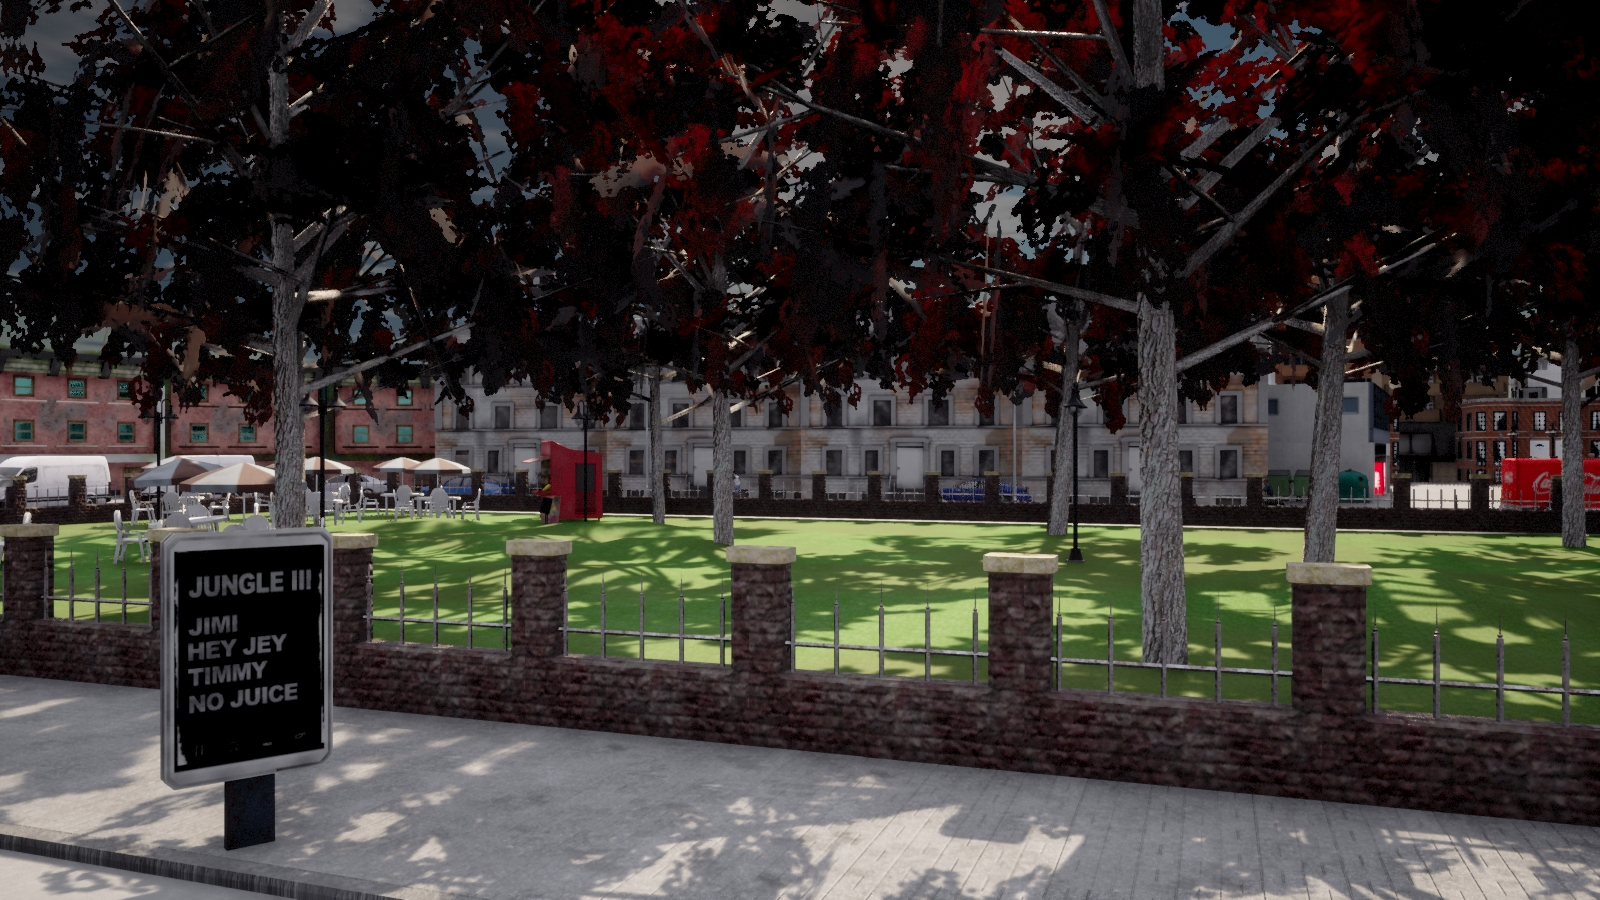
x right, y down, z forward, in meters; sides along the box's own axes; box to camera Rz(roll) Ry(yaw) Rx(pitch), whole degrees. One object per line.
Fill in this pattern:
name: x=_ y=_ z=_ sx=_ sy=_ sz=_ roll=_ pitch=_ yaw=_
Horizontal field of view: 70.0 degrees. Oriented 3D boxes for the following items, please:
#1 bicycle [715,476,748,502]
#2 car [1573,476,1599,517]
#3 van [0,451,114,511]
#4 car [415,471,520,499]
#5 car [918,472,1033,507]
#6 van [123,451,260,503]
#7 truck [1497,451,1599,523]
bicycle: x=-3.443 y=1.946 z=57.494 sx=1.643 sy=1.296 sz=0.373 roll=-1 pitch=0 yaw=20
car: x=33.096 y=1.822 z=44.240 sx=4.902 sy=1.511 sz=2.128 roll=0 pitch=0 yaw=20
van: x=-34.456 y=1.334 z=51.696 sx=1.988 sy=2.561 sz=5.915 roll=0 pitch=0 yaw=21
car: x=-18.262 y=1.902 z=62.828 sx=5.357 sy=1.411 sz=2.033 roll=0 pitch=0 yaw=19
car: x=8.195 y=1.819 z=53.287 sx=5.006 sy=1.535 sz=2.097 roll=0 pitch=0 yaw=20
van: x=-31.314 y=1.336 z=58.944 sx=1.988 sy=2.561 sz=5.915 roll=0 pitch=0 yaw=41
truck: x=28.702 y=1.330 z=41.587 sx=5.204 sy=2.467 sz=2.627 roll=1 pitch=0 yaw=20
